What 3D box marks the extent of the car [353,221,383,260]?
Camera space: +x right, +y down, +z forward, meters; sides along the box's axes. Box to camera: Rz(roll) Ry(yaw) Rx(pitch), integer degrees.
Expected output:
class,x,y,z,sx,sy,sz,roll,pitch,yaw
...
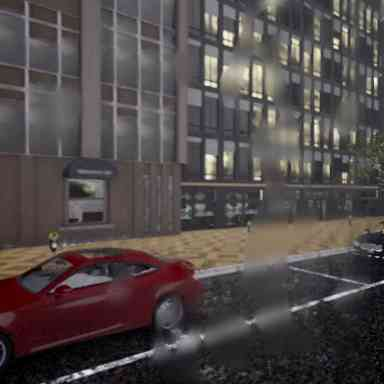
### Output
class,x,y,z,sx,sy,sz,roll,pitch,yaw
car,7.500,1.685,11.920,4.403,1.369,2.008,1,-1,-36

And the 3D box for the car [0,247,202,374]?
class,x,y,z,sx,sy,sz,roll,pitch,yaw
car,-1.753,1.599,5.318,4.206,1.307,1.802,1,-1,-35
